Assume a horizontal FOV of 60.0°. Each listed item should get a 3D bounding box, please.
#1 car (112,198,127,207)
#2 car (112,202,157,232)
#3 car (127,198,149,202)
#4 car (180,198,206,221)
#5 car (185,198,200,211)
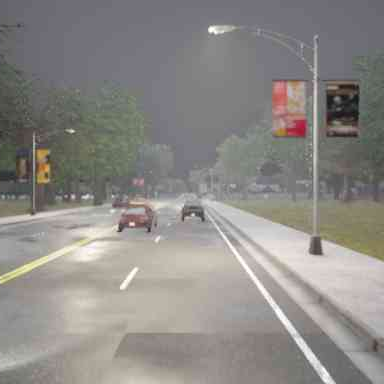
[{"bbox_3d":[-9.860,1.534,46.578,1.882,1.535,5.008,0,0,0],"label":"car"},{"bbox_3d":[-3.163,1.530,19.843,1.812,1.442,4.674,0,0,0],"label":"car"},{"bbox_3d":[-6.614,1.524,42.418,1.882,1.535,5.008,0,0,0],"label":"car"},{"bbox_3d":[0.081,1.520,27.668,1.837,1.490,4.892,0,-1,0],"label":"car"},{"bbox_3d":[0.071,1.526,43.481,1.882,1.535,5.008,0,0,0],"label":"car"}]
